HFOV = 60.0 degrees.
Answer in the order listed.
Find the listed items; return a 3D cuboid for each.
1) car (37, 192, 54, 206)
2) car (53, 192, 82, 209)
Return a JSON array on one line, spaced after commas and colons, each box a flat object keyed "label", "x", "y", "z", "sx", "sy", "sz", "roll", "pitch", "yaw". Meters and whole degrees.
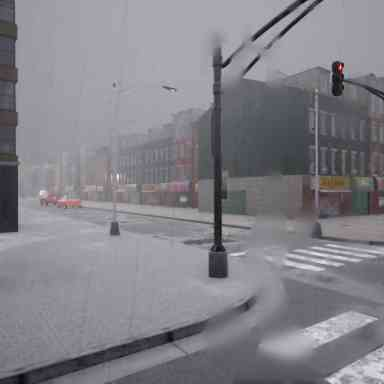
[{"label": "car", "x": -21.631, "y": 1.045, "z": 50.922, "sx": 2.150, "sy": 2.045, "sz": 5.566, "roll": 0, "pitch": 0, "yaw": -36}, {"label": "car", "x": -15.891, "y": 1.206, "z": 42.983, "sx": 2.097, "sy": 1.767, "sz": 4.553, "roll": 0, "pitch": 0, "yaw": -36}]
